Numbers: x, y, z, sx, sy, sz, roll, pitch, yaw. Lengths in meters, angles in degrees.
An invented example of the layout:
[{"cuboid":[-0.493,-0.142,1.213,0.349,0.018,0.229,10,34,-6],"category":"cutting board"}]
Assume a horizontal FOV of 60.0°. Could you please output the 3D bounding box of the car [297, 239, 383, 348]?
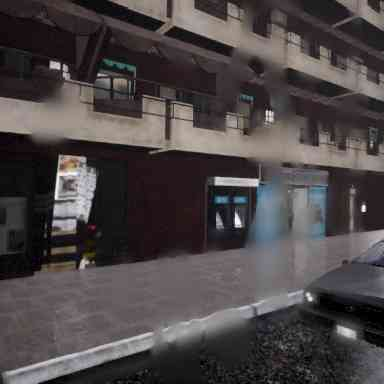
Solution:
[{"cuboid":[4.301,1.555,6.152,5.357,1.411,2.033,0,0,-36],"category":"car"}]
